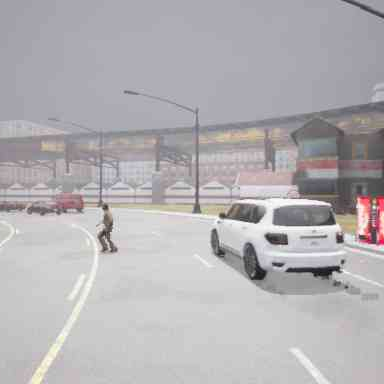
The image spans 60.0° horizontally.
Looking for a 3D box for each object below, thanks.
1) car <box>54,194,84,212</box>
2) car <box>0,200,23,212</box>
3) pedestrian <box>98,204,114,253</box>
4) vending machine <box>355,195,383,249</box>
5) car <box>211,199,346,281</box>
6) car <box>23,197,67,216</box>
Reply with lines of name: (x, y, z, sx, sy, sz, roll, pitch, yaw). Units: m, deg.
car: (-14.240, 1.223, 36.993, 5.566, 2.045, 2.150, 0, 0, 39)
car: (-21.466, 1.601, 38.449, 4.718, 1.301, 1.895, 0, 0, 26)
pedestrian: (-3.125, 1.294, 12.121, 0.375, 1.860, 0.375, 0, 0, -16)
vending machine: (7.509, 1.195, 13.697, 1.100, 2.100, 0.880, 0, 0, -15)
car: (2.202, 1.222, 10.093, 2.150, 2.045, 5.566, 0, 0, -12)
car: (-14.501, 1.526, 32.705, 4.674, 1.442, 1.812, 0, 0, 42)
